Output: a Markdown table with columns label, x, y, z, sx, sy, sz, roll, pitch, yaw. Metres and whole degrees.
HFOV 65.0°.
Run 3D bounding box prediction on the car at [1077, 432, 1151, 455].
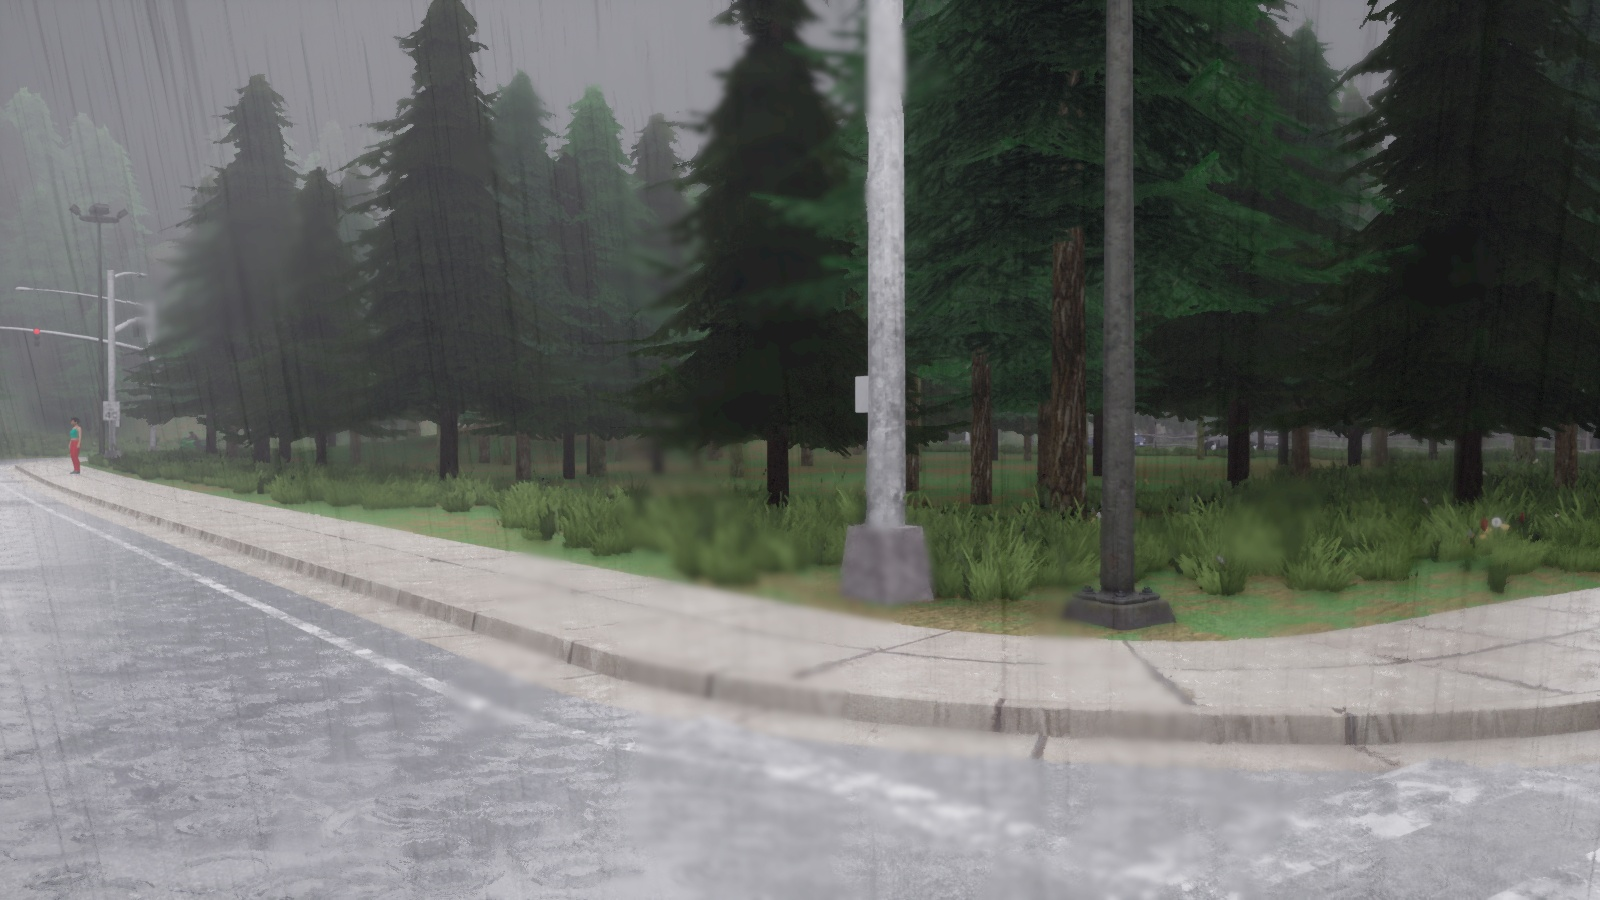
| label | x | y | z | sx | sy | sz | roll | pitch | yaw |
| --- | --- | --- | --- | --- | --- | --- | --- | --- | --- |
| car | 20.611 | -0.451 | 82.548 | 1.812 | 1.442 | 4.674 | 0 | 1 | -35 |

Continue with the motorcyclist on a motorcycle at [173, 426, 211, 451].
| label | x | y | z | sx | sy | sz | roll | pitch | yaw |
| --- | --- | --- | --- | --- | --- | --- | --- | --- | --- |
| motorcyclist on a motorcycle | -37.829 | -0.709 | 78.158 | 0.797 | 1.523 | 2.044 | 2 | 2 | 33 |

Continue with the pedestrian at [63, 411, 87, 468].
| label | x | y | z | sx | sy | sz | roll | pitch | yaw |
| --- | --- | --- | --- | --- | --- | --- | --- | --- | --- |
| pedestrian | -23.578 | -0.330 | 40.844 | 0.345 | 1.836 | 0.594 | 1 | 1 | 33 |

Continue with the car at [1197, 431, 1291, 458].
| label | x | y | z | sx | sy | sz | roll | pitch | yaw |
| --- | --- | --- | --- | --- | --- | --- | --- | --- | --- |
| car | 26.217 | -0.354 | 74.320 | 2.128 | 1.511 | 4.902 | 0 | 1 | -34 |
